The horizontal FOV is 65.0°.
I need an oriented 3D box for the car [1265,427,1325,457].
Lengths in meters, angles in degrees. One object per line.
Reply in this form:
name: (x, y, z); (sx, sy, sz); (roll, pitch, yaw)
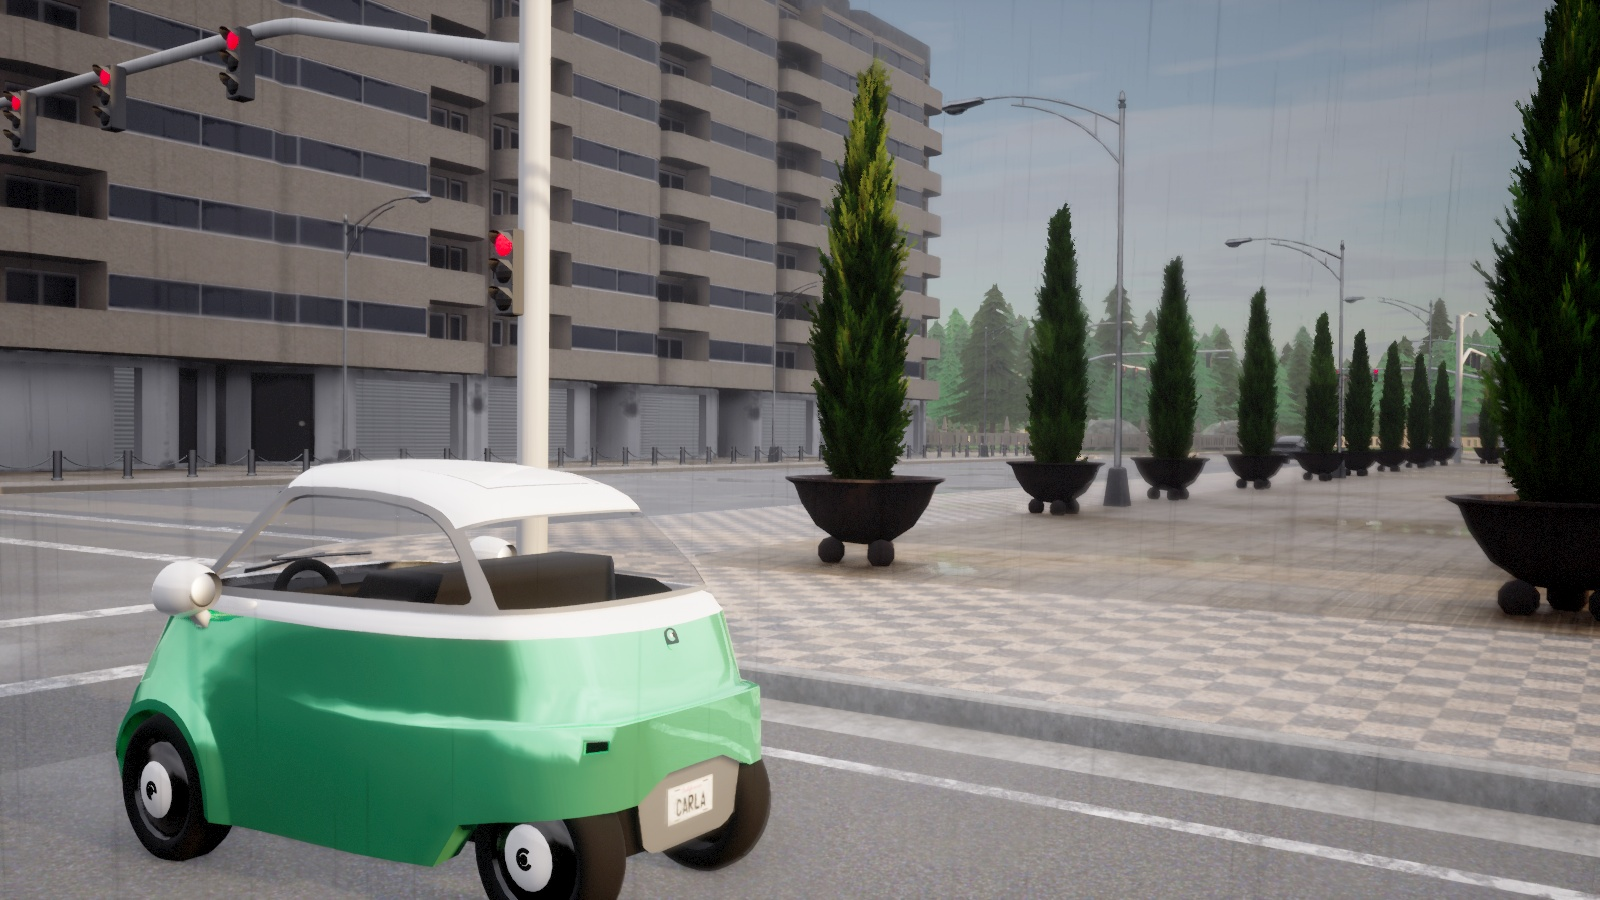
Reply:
car: (25.735, -0.442, 65.164); (1.837, 1.490, 4.892); (0, 1, 34)

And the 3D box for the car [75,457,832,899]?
car: (-1.218, 0.737, 4.433); (2.207, 1.376, 1.481); (0, 1, 34)
